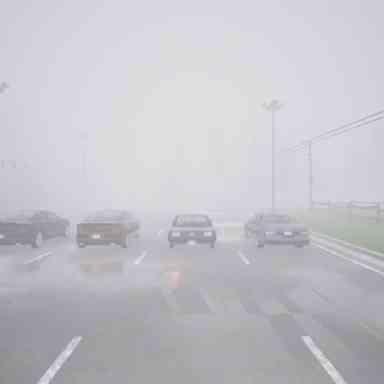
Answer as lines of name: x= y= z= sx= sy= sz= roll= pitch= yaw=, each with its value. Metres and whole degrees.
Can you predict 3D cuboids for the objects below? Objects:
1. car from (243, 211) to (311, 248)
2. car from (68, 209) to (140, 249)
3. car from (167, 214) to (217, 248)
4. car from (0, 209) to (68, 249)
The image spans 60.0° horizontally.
car: x=3.500 y=1.562 z=14.650 sx=2.033 sy=1.411 sz=5.357 roll=0 pitch=0 yaw=0
car: x=-3.500 y=1.484 z=14.650 sx=1.882 sy=1.535 sz=5.008 roll=0 pitch=0 yaw=0
car: x=0.000 y=1.615 z=14.680 sx=1.895 sy=1.301 sz=4.718 roll=0 pitch=0 yaw=0
car: x=-7.000 y=1.484 z=14.650 sx=1.882 sy=1.535 sz=5.008 roll=0 pitch=0 yaw=0
